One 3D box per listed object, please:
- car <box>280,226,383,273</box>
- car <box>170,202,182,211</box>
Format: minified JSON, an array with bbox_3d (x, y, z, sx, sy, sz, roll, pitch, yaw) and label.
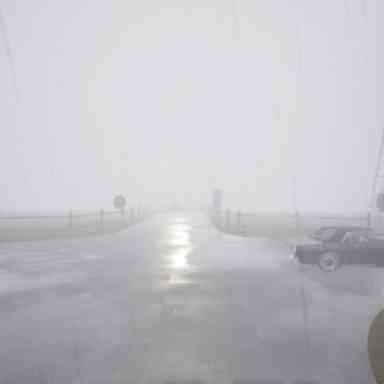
[{"bbox_3d":[5.399,1.764,10.709,4.718,1.301,1.895,0,0,0],"label":"car"},{"bbox_3d":[-3.022,2.730,62.546,2.097,1.767,4.553,0,-2,0],"label":"car"}]
